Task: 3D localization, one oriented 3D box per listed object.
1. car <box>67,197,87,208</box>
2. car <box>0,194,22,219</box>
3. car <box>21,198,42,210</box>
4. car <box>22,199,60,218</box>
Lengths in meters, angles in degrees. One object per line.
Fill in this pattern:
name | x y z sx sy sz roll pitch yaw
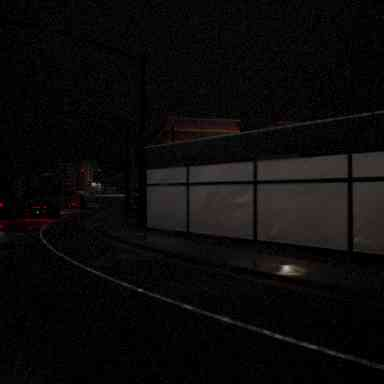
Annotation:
car | -16.102 1.458 46.746 1.882 1.535 5.008 0 0 -7
car | -16.725 1.221 29.298 2.150 2.045 5.566 0 0 -11
car | -20.756 1.546 42.971 1.994 1.385 4.181 0 0 -33
car | -13.342 1.491 30.214 2.128 1.511 4.902 0 0 -11
